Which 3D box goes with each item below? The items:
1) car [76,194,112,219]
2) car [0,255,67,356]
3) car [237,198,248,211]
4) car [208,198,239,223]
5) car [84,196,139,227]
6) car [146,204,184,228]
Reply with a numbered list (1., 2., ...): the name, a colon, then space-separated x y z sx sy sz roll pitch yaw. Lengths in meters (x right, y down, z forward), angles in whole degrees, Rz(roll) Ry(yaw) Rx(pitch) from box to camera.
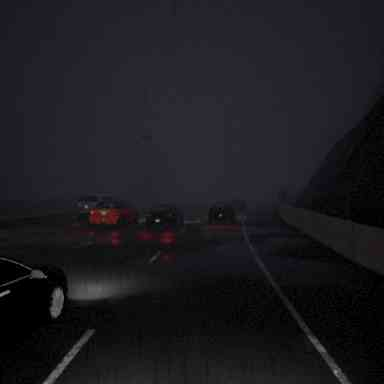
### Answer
1. car: -7.785 1.206 28.624 2.150 2.045 5.566 0 0 10
2. car: -3.242 1.499 4.204 1.837 1.490 4.892 0 0 2
3. car: 5.898 1.501 41.734 2.128 1.511 4.902 0 0 15
4. car: 2.400 1.480 25.738 1.882 1.535 5.008 0 0 9
5. car: -5.152 1.341 22.603 2.097 1.767 4.553 0 0 8
6. car: -1.724 1.521 22.056 1.812 1.442 4.674 0 0 8
